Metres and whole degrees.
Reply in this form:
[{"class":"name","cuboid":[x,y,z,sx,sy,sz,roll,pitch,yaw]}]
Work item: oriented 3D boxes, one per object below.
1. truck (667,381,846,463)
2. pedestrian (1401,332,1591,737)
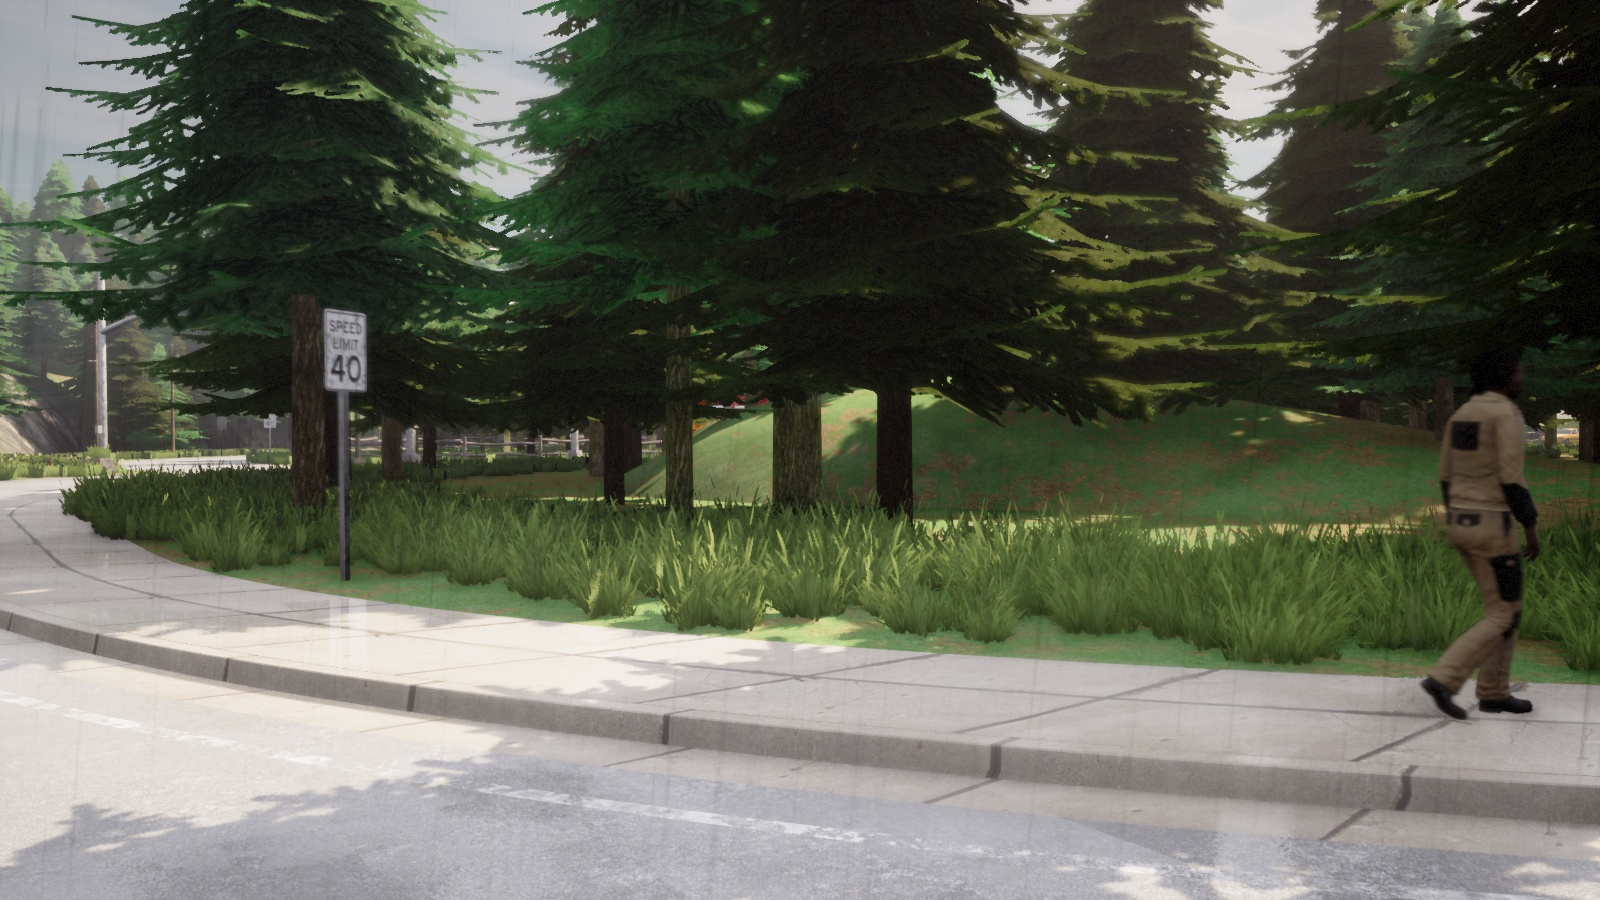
[{"class":"truck","cuboid":[-2.059,-1.336,61.843,8.468,3.827,2.891,0,1,-31]},{"class":"pedestrian","cuboid":[3.408,0.402,6.177,0.692,1.930,0.396,0,1,-2]}]
